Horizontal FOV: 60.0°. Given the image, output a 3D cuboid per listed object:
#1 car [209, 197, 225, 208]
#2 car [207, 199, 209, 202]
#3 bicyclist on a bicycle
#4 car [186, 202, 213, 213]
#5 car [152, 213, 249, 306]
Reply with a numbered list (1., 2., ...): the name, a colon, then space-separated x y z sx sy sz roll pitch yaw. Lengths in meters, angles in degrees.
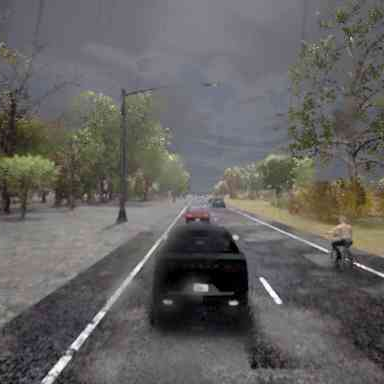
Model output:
1. car: 4.377 1.713 55.730 2.097 1.767 4.553 0 0 1
2. car: 4.533 1.969 73.464 1.837 1.490 4.892 0 0 1
3. bicyclist on a bicycle: 4.609 1.529 10.295 0.866 1.612 1.509 0 0 0
4. car: 0.454 1.762 26.578 1.895 1.301 4.718 0 0 1
5. car: 0.192 1.528 8.245 1.882 1.535 5.008 0 0 1
